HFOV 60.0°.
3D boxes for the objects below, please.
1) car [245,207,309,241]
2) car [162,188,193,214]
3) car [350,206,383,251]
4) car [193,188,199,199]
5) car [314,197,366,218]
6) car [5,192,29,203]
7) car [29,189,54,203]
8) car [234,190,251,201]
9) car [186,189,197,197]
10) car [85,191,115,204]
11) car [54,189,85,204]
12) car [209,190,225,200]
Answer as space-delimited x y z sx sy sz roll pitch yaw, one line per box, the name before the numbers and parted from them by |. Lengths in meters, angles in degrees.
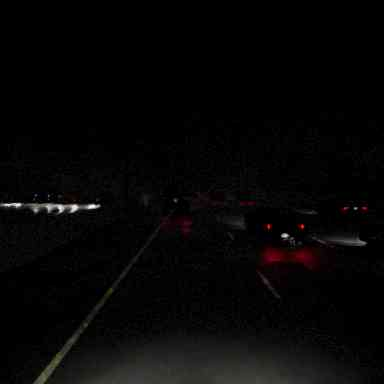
car | 3.597 1.329 15.088 1.895 1.301 4.718 0 1 0
car | -1.229 0.657 27.346 2.150 2.045 5.566 0 2 0
car | 7.098 1.381 9.869 2.033 1.411 5.357 0 1 0
car | 0.023 0.144 52.140 2.097 1.767 4.553 0 1 1
car | 10.596 1.066 24.042 2.033 1.411 5.357 0 1 0
car | -21.080 0.647 40.913 1.994 1.385 4.181 0 1 0
car | -17.581 0.434 40.879 2.097 1.767 4.553 0 2 0
car | 7.092 0.418 46.920 2.128 1.511 4.902 0 1 0
car | -0.010 0.099 62.098 1.994 1.385 4.181 0 1 0
car | -10.585 0.606 39.691 2.128 1.511 4.902 0 1 0
car | -14.084 0.474 39.344 2.097 1.767 4.553 0 2 0
car | 3.592 0.380 47.856 1.882 1.535 5.008 0 1 0
